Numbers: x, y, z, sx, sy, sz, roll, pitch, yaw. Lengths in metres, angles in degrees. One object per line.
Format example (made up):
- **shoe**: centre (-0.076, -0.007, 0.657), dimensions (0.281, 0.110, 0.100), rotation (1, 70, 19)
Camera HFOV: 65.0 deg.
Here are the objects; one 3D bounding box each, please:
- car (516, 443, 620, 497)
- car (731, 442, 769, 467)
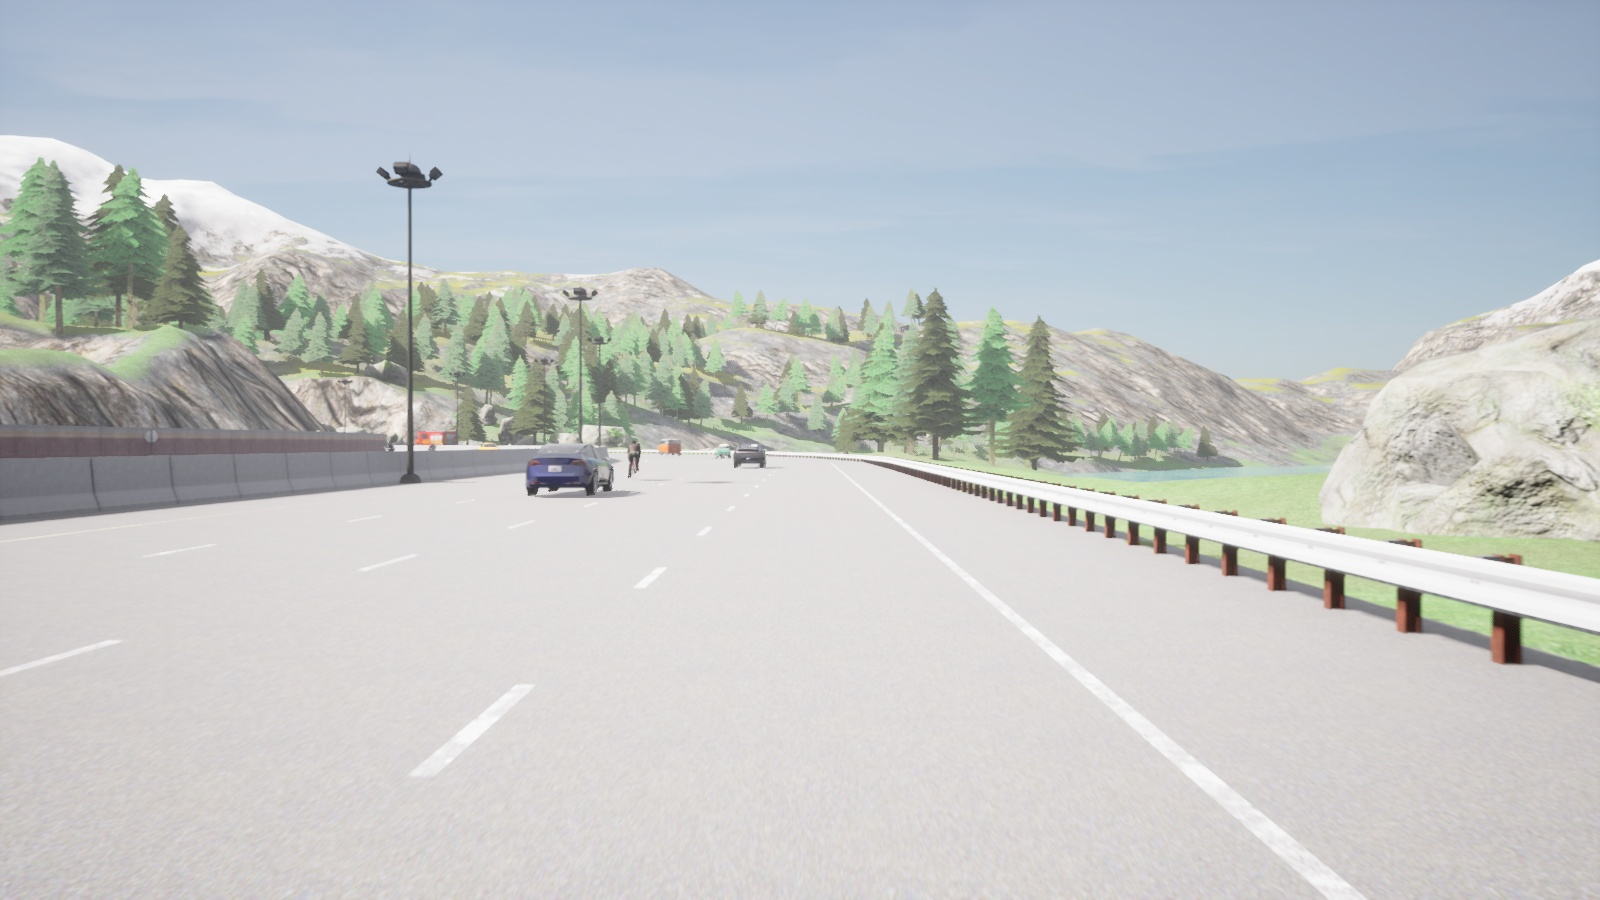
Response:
- **car**: centre (-6.771, 0.531, 37.191), dimensions (2.163, 1.488, 4.792), rotation (0, 0, 0)
- **car**: centre (-3.039, 0.266, 77.071), dimensions (2.128, 1.511, 4.902), rotation (0, 0, 0)
